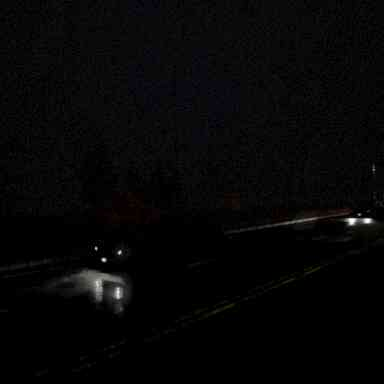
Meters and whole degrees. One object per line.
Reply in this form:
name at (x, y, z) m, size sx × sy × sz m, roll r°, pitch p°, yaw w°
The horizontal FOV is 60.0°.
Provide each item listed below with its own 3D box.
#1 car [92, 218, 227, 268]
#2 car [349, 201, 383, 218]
car at (-0.925, 1.717, 12.355) m, size 2.033 × 1.411 × 5.357 m, roll -2°, pitch -1°, yaw 44°
car at (15.725, 1.477, 29.526) m, size 2.033 × 1.411 × 5.357 m, roll -2°, pitch -1°, yaw 44°
